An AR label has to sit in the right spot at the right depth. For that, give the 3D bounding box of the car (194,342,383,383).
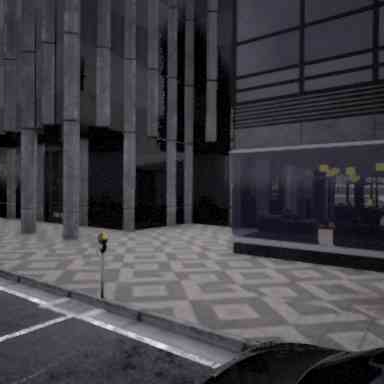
[{"bbox_3d":[1.811,1.571,1.667,4.313,1.339,1.947,1,1,36],"label":"car"}]
